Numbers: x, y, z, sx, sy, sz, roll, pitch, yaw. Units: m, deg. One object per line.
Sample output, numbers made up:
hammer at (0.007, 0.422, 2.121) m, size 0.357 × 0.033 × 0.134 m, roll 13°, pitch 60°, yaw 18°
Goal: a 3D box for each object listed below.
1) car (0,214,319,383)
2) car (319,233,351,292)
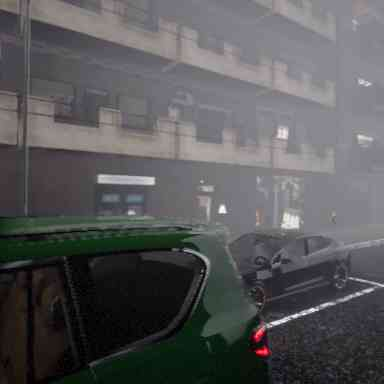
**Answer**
car at (-1.993, 1.225, 1.651) m, size 5.566 × 2.045 × 2.150 m, roll 0°, pitch 0°, yaw -35°
car at (1.797, 1.538, 7.357) m, size 4.313 × 1.339 × 1.947 m, roll 0°, pitch 2°, yaw -35°
